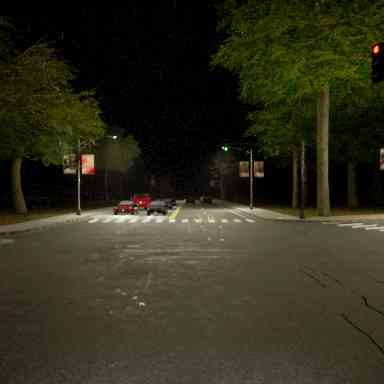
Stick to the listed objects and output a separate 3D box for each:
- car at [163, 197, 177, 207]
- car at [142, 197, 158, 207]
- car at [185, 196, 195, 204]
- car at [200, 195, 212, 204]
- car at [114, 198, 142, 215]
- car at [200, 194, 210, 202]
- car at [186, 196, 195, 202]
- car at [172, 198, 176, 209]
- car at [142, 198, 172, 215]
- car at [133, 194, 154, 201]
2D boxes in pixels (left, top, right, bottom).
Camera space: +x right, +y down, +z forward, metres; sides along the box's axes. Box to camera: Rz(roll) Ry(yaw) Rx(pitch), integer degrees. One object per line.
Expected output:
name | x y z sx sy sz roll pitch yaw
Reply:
car | -3.585 1.634 54.812 2.033 1.411 5.357 0 0 0
car | -6.832 1.563 54.339 1.882 1.535 5.008 0 0 0
car | -0.336 1.659 64.292 2.033 1.411 5.357 0 0 0
car | 2.914 1.659 64.310 2.033 1.411 5.357 0 0 0
car | -6.740 1.613 34.455 1.994 1.385 4.181 0 0 0
car | 2.860 1.351 74.706 2.097 1.767 4.553 0 0 0
car | -0.390 1.591 74.748 1.895 1.301 4.718 0 0 0
car | -3.529 1.612 44.496 2.033 1.411 5.357 0 0 0
car | -3.492 1.596 34.418 2.033 1.411 5.357 0 0 0
car | -6.781 1.286 43.935 2.150 2.045 5.566 0 0 0
